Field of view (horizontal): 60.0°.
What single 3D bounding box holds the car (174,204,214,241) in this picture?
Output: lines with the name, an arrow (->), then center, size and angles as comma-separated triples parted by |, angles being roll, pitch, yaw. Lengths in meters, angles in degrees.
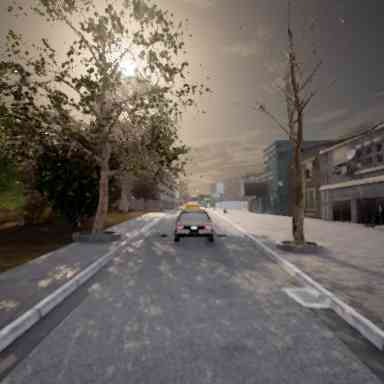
car -> 0.091, 1.551, 16.686 | 2.033, 1.411, 5.357 | 0, 1, 0

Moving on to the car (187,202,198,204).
car -> 0.078, 2.007, 42.707 | 1.882, 1.535, 5.008 | 0, -2, 0
